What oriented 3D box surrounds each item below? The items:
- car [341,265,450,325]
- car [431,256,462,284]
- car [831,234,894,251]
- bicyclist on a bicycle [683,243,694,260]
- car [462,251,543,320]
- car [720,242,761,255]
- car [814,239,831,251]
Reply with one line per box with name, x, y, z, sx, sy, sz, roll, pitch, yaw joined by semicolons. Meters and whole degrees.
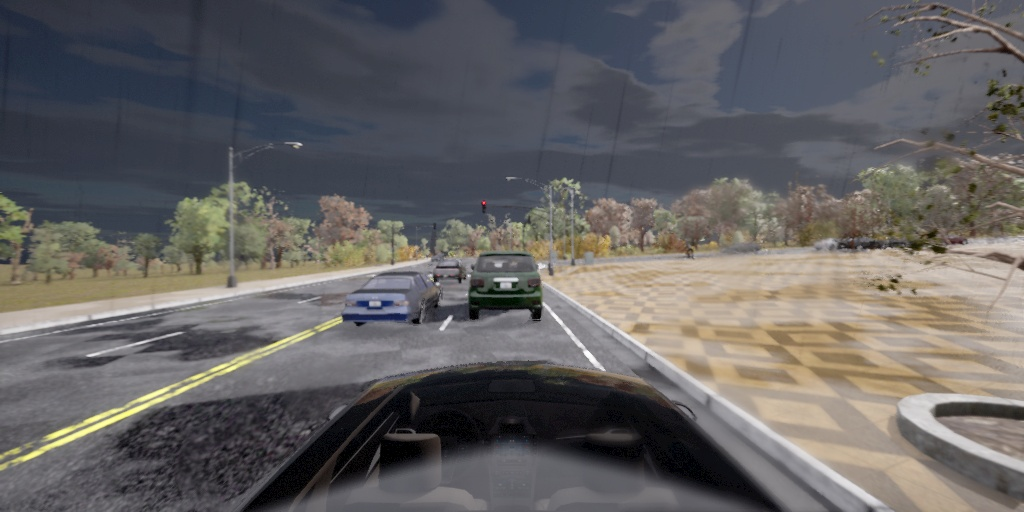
car;-3.460;1.193;11.312;2.033;1.411;5.357;0;1;-2
car;-4.103;0.997;24.220;2.128;1.511;4.902;0;1;-2
car;39.494;-1.390;40.453;5.008;1.535;1.882;-3;1;-6
bicyclist on a bicycle;16.723;-0.420;33.985;0.582;1.620;1.656;-2;0;-4
car;-0.249;0.849;12.185;2.150;2.045;5.566;0;1;-2
car;29.311;-0.974;46.009;4.902;1.511;2.128;-3;1;-6
car;39.393;-1.382;43.713;4.674;1.442;1.812;-3;1;-7
